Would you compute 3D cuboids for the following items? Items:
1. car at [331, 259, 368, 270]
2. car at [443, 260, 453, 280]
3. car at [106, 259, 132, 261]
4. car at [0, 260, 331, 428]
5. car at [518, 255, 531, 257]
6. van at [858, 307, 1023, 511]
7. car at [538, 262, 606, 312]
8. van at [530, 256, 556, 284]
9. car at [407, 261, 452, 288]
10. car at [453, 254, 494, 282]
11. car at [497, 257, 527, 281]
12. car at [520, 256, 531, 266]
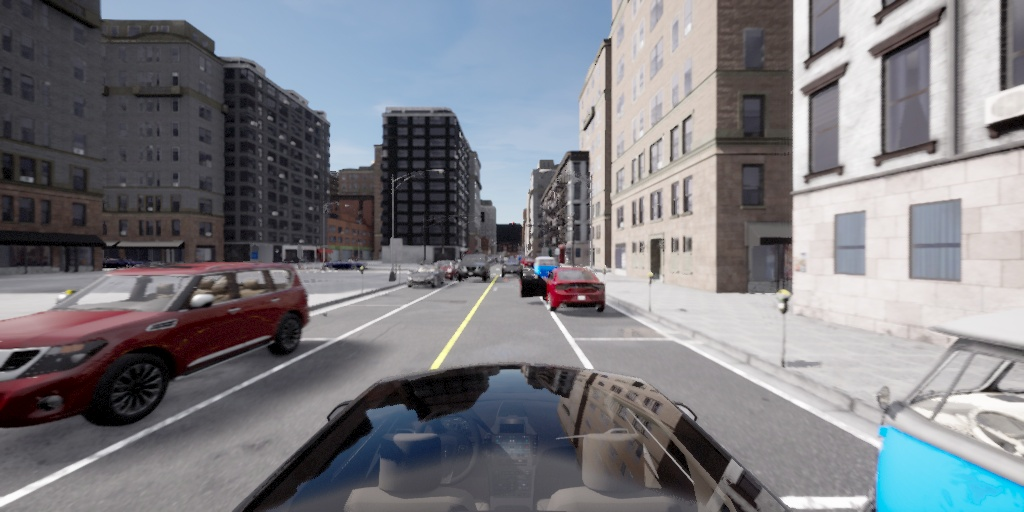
[{"bbox_3d":[-20.373,1.065,43.905,4.718,1.301,1.895,0,0,-1],"label":"car"},{"bbox_3d":[-5.393,1.076,28.591,1.967,1.591,4.097,0,0,0],"label":"car"},{"bbox_3d":[-44.249,0.942,40.838,4.718,1.301,1.895,0,0,1],"label":"car"},{"bbox_3d":[-5.389,1.047,5.871,2.192,1.841,5.009,0,0,0],"label":"car"},{"bbox_3d":[2.627,0.808,60.881,2.192,1.841,5.009,0,0,0],"label":"car"},{"bbox_3d":[2.637,1.097,0.192,1.690,1.789,3.998,0,0,0],"label":"van"},{"bbox_3d":[2.233,1.178,13.987,1.882,1.535,5.008,0,0,0],"label":"car"},{"bbox_3d":[2.632,0.977,28.592,1.690,1.789,3.998,0,0,0],"label":"van"},{"bbox_3d":[-5.392,1.212,22.911,2.007,1.370,4.403,0,0,0],"label":"car"},{"bbox_3d":[-2.816,0.865,27.472,2.150,2.045,5.566,0,0,0],"label":"car"},{"bbox_3d":[-0.004,1.110,32.573,2.128,1.511,4.902,0,0,0],"label":"car"},{"bbox_3d":[2.628,1.062,55.472,1.888,1.381,4.507,0,0,0],"label":"car"}]
